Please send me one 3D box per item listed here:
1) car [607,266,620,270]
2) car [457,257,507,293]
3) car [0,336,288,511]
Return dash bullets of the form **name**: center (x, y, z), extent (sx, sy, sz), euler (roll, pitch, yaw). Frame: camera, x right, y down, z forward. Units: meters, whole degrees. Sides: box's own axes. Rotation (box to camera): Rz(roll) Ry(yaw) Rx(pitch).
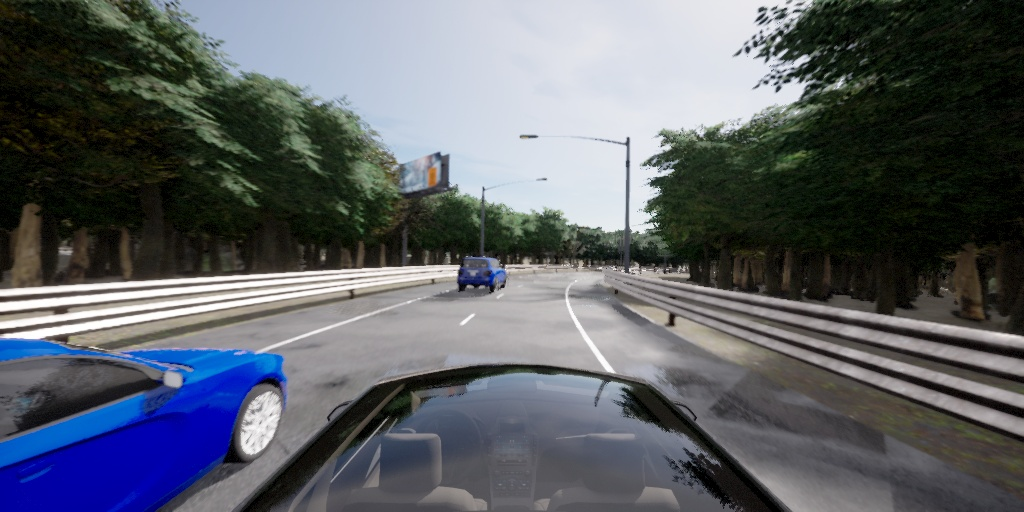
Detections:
- **car**: center (17.684, 2.429, 62.964), extent (1.837, 1.490, 4.892), euler (1, -1, 30)
- **car**: center (-1.735, 1.107, 22.226), extent (2.150, 2.045, 5.566), euler (1, 0, 9)
- **car**: center (-3.331, 1.178, 1.877), extent (1.882, 1.535, 5.008), euler (1, 0, -1)
